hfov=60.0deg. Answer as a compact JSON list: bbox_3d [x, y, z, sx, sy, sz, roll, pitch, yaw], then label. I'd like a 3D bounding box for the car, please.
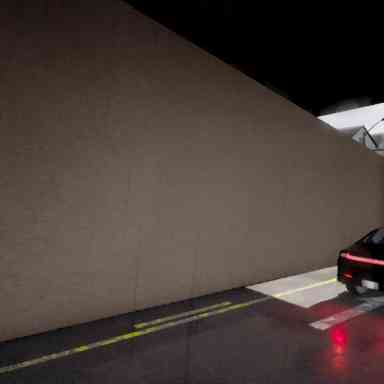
[{"bbox_3d":[5.248,1.491,7.517,4.902,1.511,2.128,0,0,-35],"label":"car"}]
